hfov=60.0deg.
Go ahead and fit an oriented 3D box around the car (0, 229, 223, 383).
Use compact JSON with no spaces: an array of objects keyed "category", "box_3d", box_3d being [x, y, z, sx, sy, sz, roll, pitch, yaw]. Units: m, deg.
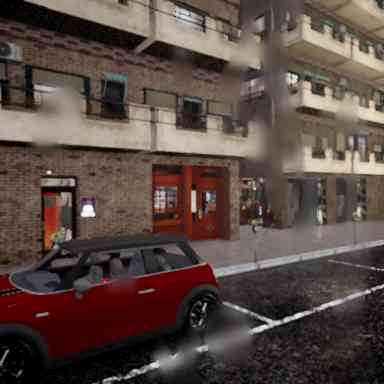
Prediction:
[{"category":"car","box_3d":[-1.565,1.438,4.997,4.097,1.590,1.967,0,-1,-36]}]
